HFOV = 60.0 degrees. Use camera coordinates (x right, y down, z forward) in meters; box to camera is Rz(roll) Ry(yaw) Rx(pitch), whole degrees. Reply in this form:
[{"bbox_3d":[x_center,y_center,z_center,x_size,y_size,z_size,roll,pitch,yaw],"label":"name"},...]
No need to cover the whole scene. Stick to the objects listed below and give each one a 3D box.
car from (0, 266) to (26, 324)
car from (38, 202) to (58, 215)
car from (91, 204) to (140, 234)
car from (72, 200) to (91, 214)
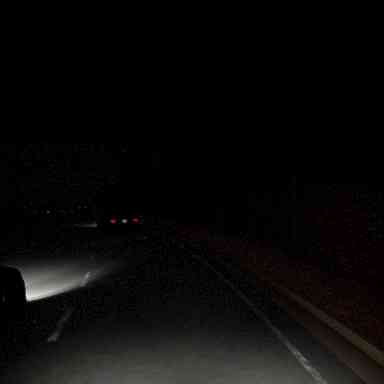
[{"bbox_3d":[-3.939,1.586,4.590,1.994,1.385,4.181,0,0,-7],"label":"car"},{"bbox_3d":[-15.097,1.687,34.817,1.895,1.301,4.718,0,0,-24],"label":"car"},{"bbox_3d":[-4.484,1.574,19.698,2.033,1.411,5.357,0,0,-23],"label":"car"},{"bbox_3d":[-11.882,1.616,36.209,2.033,1.411,5.357,0,0,-25],"label":"car"}]
